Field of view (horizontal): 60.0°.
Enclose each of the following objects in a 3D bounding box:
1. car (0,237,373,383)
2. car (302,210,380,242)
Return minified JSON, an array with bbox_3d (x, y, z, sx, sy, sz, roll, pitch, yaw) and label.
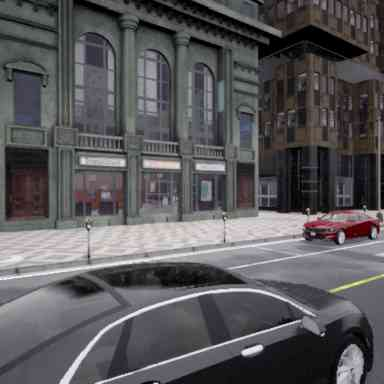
[{"bbox_3d":[-0.049,1.507,3.398,4.892,1.490,1.837,-1,0,-35],"label":"car"},{"bbox_3d":[6.996,1.547,15.505,4.507,1.381,1.887,0,0,-35],"label":"car"}]
